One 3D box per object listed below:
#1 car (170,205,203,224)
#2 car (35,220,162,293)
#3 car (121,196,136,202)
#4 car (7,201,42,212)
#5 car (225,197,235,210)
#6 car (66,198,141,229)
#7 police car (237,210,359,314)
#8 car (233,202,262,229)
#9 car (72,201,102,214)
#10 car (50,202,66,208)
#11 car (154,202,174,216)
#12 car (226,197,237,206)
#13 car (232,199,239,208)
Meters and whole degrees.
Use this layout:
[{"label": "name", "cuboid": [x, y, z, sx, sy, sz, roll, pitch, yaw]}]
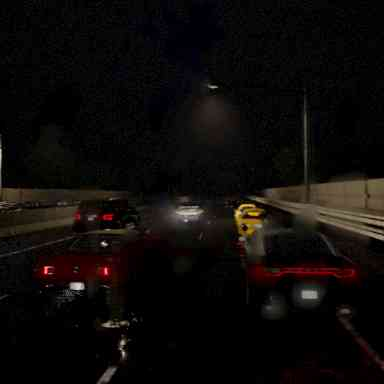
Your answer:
[{"label": "car", "cuboid": [-0.193, 1.772, 26.323, 1.895, 1.301, 4.718, -1, 0, 7]}, {"label": "car", "cuboid": [-2.149, 1.696, 9.189, 1.895, 1.301, 4.718, -1, 0, 7]}, {"label": "car", "cuboid": [-15.273, 1.674, 80.325, 2.033, 1.411, 5.357, -1, 0, 7]}, {"label": "car", "cuboid": [-19.970, 1.932, 39.988, 1.837, 1.490, 4.892, -1, 0, 7]}, {"label": "car", "cuboid": [5.351, 1.638, 44.802, 2.128, 1.511, 4.902, -1, 0, 7]}, {"label": "car", "cuboid": [-4.582, 1.404, 18.785, 2.150, 2.045, 5.566, -1, 0, 7]}, {"label": "police car", "cuboid": [2.184, 1.465, 7.930, 1.930, 1.638, 5.238, -1, 0, 7]}, {"label": "car", "cuboid": [3.327, 1.549, 17.944, 1.801, 1.575, 5.366, -1, 0, 7]}, {"label": "car", "cuboid": [-12.817, 1.913, 40.930, 1.994, 1.385, 4.181, -1, 0, 7]}, {"label": "car", "cuboid": [-16.204, 1.952, 42.104, 1.994, 1.385, 4.181, -1, 0, 7]}, {"label": "car", "cuboid": [-2.692, 1.752, 35.311, 1.812, 1.442, 4.674, -1, 0, 6]}, {"label": "car", "cuboid": [6.949, 1.642, 58.942, 1.837, 1.490, 4.892, -1, 0, 7]}, {"label": "car", "cuboid": [4.008, 1.571, 23.905, 1.801, 1.575, 5.366, -1, 0, 7]}]
